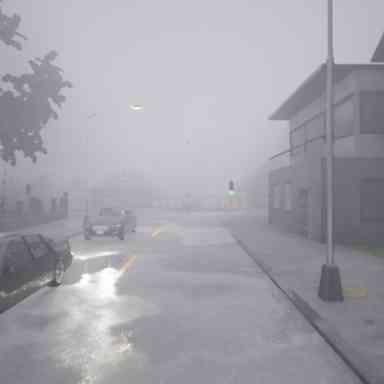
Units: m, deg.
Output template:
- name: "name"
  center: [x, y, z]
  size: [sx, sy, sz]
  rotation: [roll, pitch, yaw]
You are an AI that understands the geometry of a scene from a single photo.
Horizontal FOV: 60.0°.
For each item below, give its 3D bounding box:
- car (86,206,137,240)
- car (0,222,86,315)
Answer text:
- name: "car"
  center: [-4.028, 1.511, 17.054]
  size: [2.128, 1.511, 4.902]
  rotation: [0, 0, 0]
- name: "car"
  center: [-4.065, 1.555, 6.690]
  size: [2.033, 1.411, 5.357]
  rotation: [0, 0, 0]
